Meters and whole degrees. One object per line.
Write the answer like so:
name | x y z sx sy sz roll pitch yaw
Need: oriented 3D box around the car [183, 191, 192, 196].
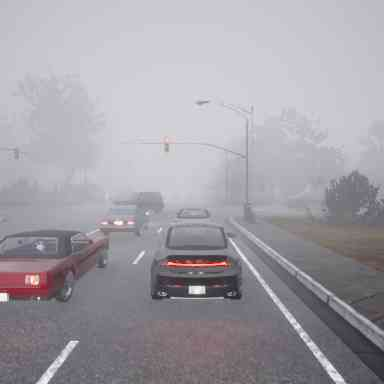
car | -1.424 0.465 95.112 2.033 1.411 5.357 0 1 -7

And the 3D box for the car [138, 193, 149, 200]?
car | -10.742 0.991 73.769 1.895 1.301 4.718 0 1 -1

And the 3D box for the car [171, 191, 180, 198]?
car | -4.143 0.602 84.681 2.097 1.767 4.553 0 1 -4

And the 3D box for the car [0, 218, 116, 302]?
car | -3.413 1.570 8.135 1.895 1.301 4.718 0 0 0

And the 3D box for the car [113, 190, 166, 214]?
car | -4.879 1.014 30.381 2.150 2.045 5.566 0 0 34

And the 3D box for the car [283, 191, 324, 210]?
car | 13.369 0.949 38.334 5.566 2.045 2.150 0 0 -3

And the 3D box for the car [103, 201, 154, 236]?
car | -3.446 1.442 17.724 2.033 1.411 5.357 0 0 -1

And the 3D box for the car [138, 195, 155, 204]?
car | -7.192 1.151 53.277 2.033 1.411 5.357 0 0 0

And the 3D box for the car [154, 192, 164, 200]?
car | -7.237 0.876 73.642 1.882 1.535 5.008 0 1 -1

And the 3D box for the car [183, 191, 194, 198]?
car | -0.671 0.783 85.235 1.994 1.385 4.181 0 1 -4

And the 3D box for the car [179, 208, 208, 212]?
car | 0.080 1.497 17.628 1.895 1.301 4.718 0 0 0

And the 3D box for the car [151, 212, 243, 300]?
car | 0.088 1.473 8.315 1.837 1.490 4.892 0 0 0

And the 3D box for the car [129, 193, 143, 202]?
car | -10.676 0.987 63.683 1.882 1.535 5.008 0 1 0

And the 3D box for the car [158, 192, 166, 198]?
car | -7.602 0.780 83.911 1.812 1.442 4.674 0 1 -3

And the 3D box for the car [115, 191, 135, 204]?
car | -10.691 0.821 53.796 2.150 2.045 5.566 0 0 0

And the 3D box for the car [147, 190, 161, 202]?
car | -7.166 0.733 63.452 2.150 2.045 5.566 0 1 -1

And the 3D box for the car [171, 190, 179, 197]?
car | -4.912 0.451 94.749 2.097 1.767 4.553 0 1 -7
